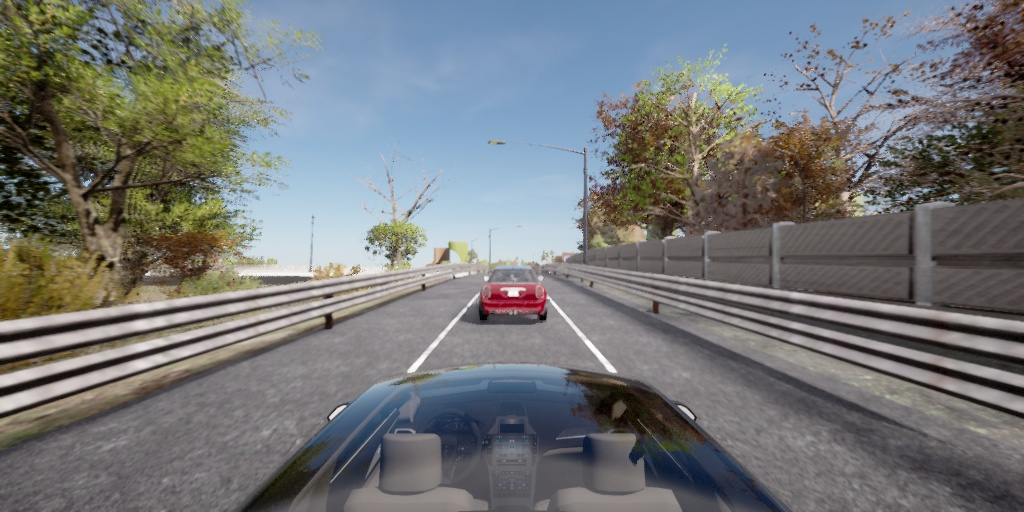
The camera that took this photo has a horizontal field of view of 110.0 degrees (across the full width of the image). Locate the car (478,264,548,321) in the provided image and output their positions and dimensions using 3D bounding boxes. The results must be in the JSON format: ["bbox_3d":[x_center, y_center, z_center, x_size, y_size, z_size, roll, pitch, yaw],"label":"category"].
[{"bbox_3d":[0.051,1.100,12.556,2.097,1.767,4.553,0,0,0],"label":"car"}]
